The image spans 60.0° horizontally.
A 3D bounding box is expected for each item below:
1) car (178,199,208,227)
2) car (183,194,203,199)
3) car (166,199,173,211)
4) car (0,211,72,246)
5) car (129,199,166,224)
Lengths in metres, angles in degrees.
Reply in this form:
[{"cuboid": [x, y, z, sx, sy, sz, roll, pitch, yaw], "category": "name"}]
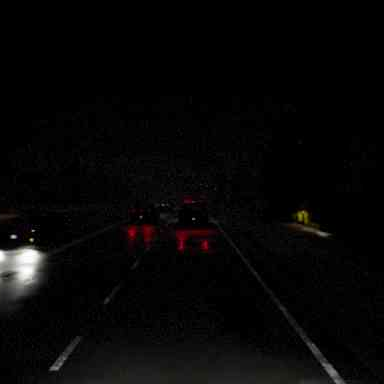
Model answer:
[{"cuboid": [0.099, 1.494, 22.723, 1.882, 1.535, 5.008, 0, 0, 0], "category": "car"}, {"cuboid": [0.098, 1.251, 39.881, 2.150, 2.045, 5.566, 0, 0, 0], "category": "car"}, {"cuboid": [-3.431, 1.578, 41.891, 2.033, 1.411, 5.357, 0, 0, 0], "category": "car"}, {"cuboid": [-7.029, 1.575, 15.091, 1.994, 1.385, 4.181, 0, 0, 0], "category": "car"}, {"cuboid": [-3.473, 1.510, 25.202, 2.128, 1.511, 4.902, 0, 0, 0], "category": "car"}]
